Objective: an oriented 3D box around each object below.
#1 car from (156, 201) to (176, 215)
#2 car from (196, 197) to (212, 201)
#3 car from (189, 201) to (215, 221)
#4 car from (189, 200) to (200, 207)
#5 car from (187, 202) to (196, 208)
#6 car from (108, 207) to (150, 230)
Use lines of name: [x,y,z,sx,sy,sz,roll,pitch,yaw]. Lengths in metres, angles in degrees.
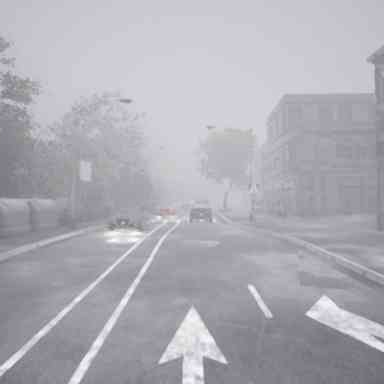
car: [-3.205,1.978,41.624,2.097,1.767,4.553,0,-2,2]
car: [1.455,2.055,49.167,2.150,2.045,5.566,0,-2,2]
car: [0.829,1.777,29.793,1.882,1.535,5.008,0,-2,2]
car: [0.590,3.137,91.024,2.097,1.535,5.008,1,2,11]
car: [-0.114,3.303,84.923,2.002,1.452,4.674,-2,1,6]
car: [-3.960,1.651,21.388,1.994,1.385,4.181,0,-1,2]
